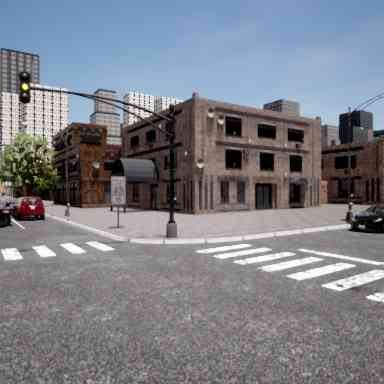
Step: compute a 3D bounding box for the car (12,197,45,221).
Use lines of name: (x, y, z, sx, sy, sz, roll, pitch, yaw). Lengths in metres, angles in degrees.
car: (-13.575, 1.326, 27.651, 2.192, 1.841, 5.009, 0, 0, -33)

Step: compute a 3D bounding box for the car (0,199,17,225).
car: (-13.862, 1.500, 23.331, 2.128, 1.511, 4.902, 0, 0, -33)

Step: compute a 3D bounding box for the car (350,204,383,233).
car: (10.379, 1.357, 17.922, 4.313, 1.339, 1.947, -1, 1, -33)

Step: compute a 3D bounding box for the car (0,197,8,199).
car: (-22.600, 1.592, 41.555, 1.947, 1.339, 4.313, 0, 0, -33)
